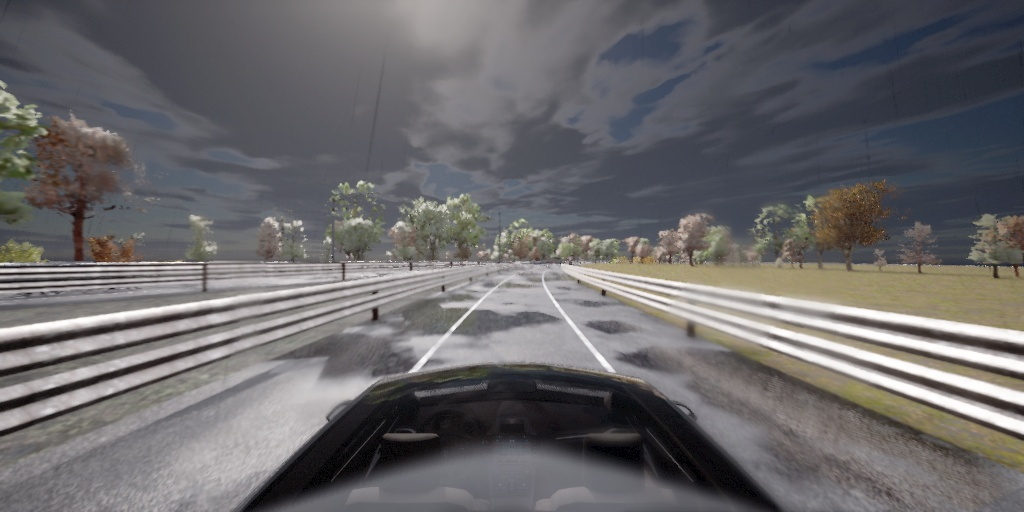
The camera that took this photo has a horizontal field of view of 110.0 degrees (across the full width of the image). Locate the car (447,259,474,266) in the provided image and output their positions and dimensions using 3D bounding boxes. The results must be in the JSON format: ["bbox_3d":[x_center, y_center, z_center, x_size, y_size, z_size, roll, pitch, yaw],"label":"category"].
[{"bbox_3d":[-8.857,1.410,62.269,2.097,1.767,4.553,0,-1,16],"label":"car"}]

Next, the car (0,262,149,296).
[{"bbox_3d":[-20.582,1.025,17.193,2.128,1.511,4.902,0,-1,13],"label":"car"}]

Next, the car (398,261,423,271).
[{"bbox_3d":[-14.966,1.435,53.628,1.882,1.535,5.008,0,-1,16],"label":"car"}]
